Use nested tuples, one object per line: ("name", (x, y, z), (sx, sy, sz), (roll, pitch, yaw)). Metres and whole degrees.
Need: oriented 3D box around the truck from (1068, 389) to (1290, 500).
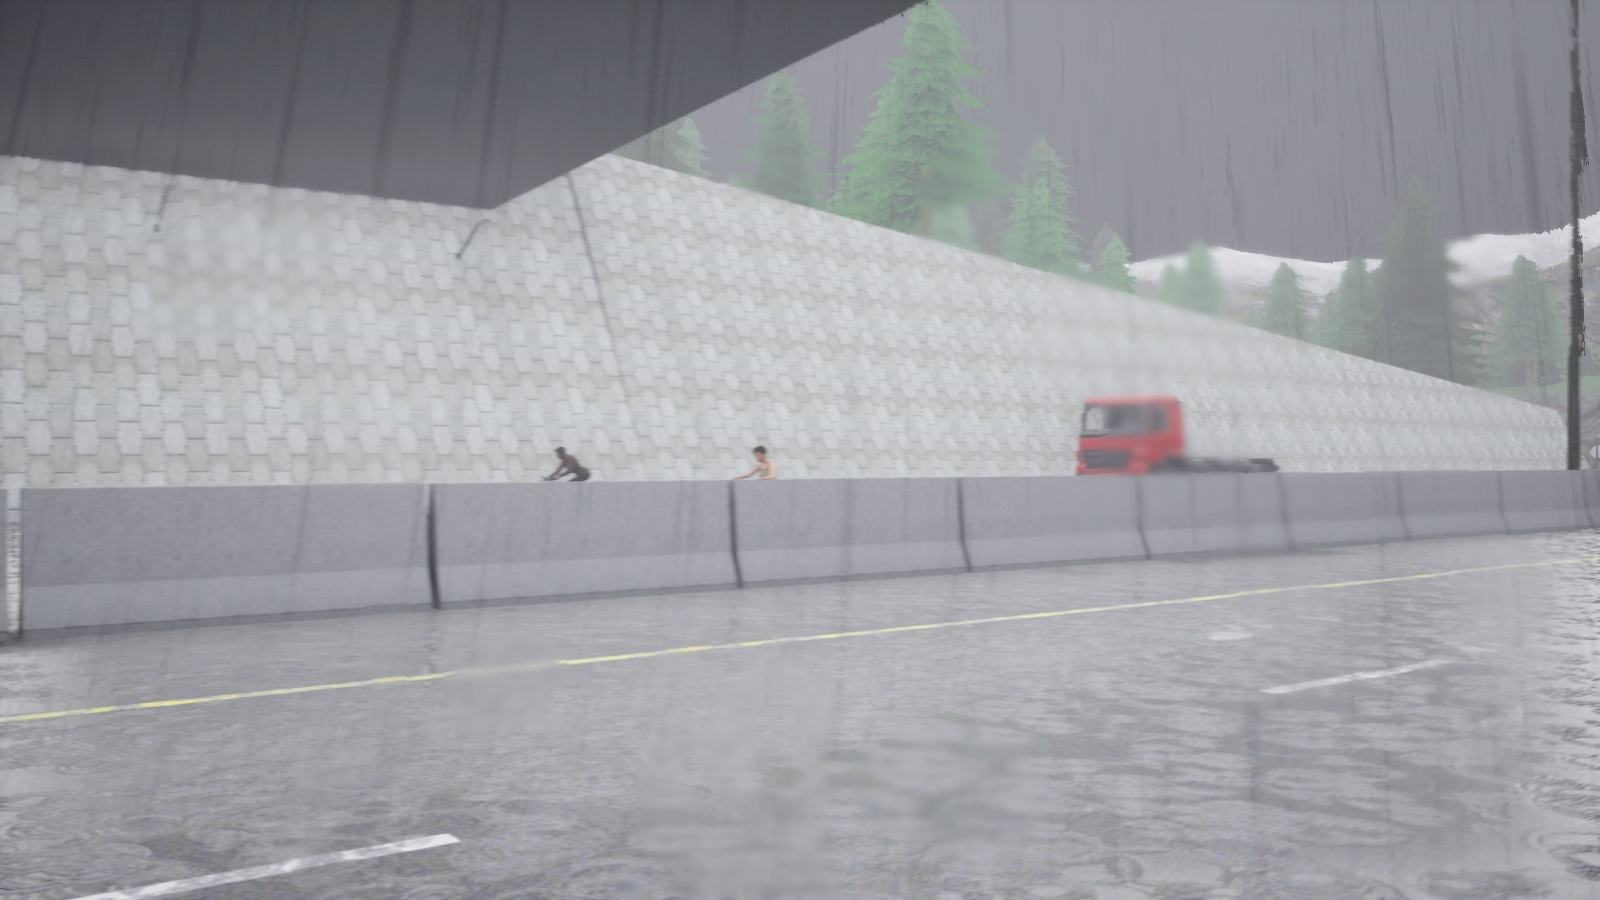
("truck", (12.943, -0.159, 42.524), (7.936, 3.462, 2.891), (0, 0, -35))
